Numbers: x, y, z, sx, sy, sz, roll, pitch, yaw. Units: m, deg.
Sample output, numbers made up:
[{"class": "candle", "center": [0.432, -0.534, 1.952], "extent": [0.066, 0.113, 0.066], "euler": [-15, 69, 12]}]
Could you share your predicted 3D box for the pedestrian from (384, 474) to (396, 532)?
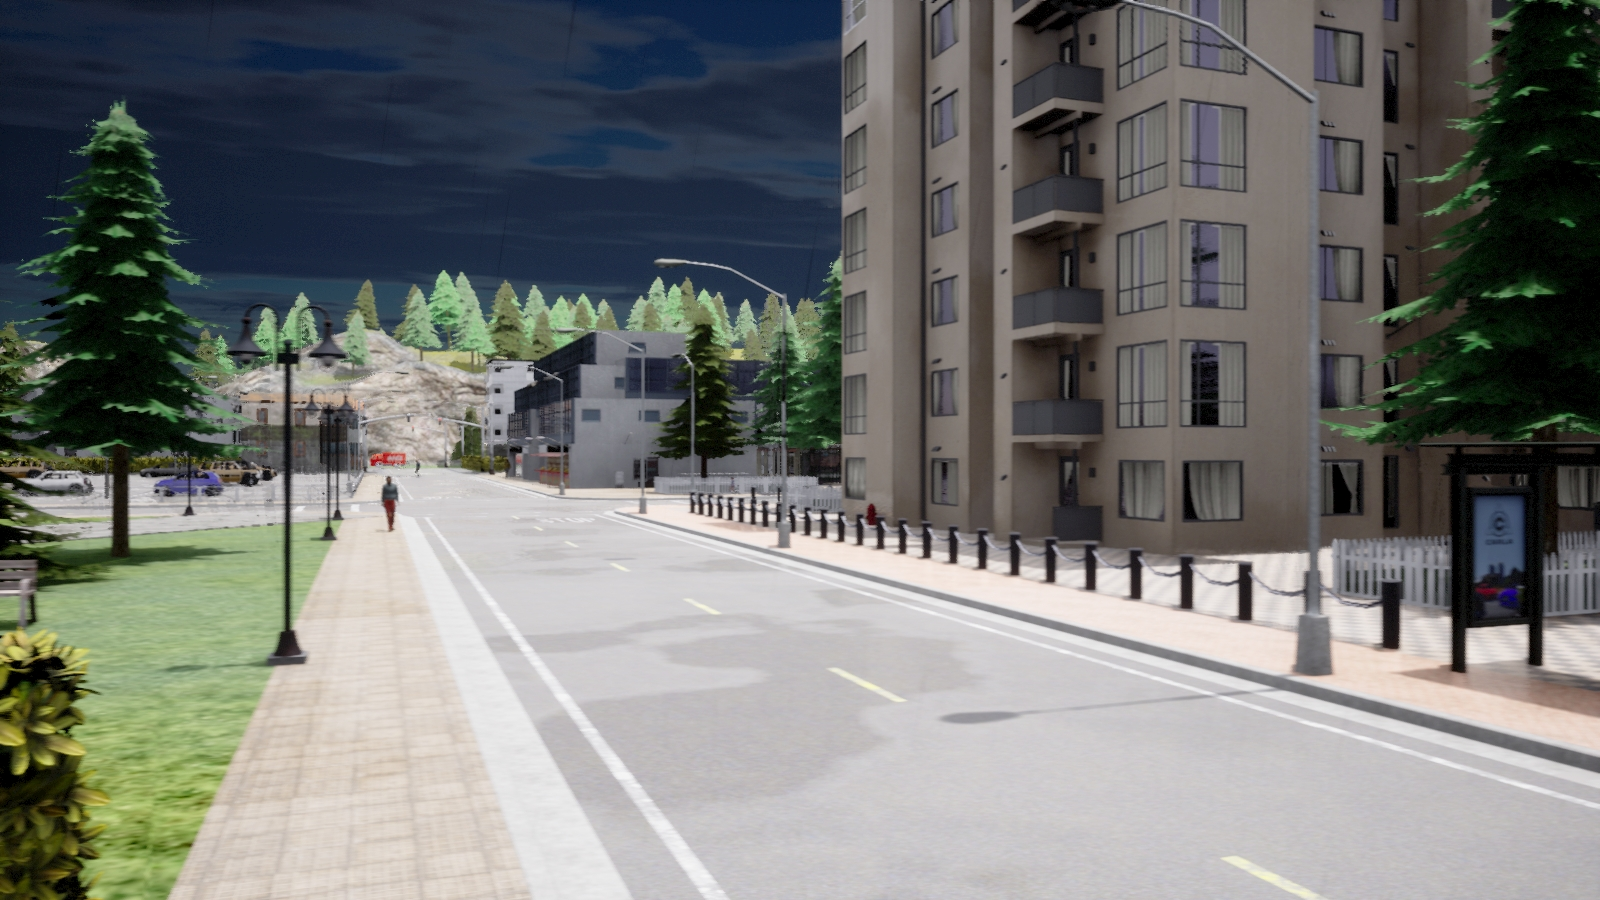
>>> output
[{"class": "pedestrian", "center": [-13.263, 1.704, 36.959], "extent": [0.375, 1.860, 0.375], "euler": [0, 0, -19]}]

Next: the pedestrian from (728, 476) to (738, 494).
[{"class": "pedestrian", "center": [-4.132, 2.132, 70.401], "extent": [0.500, 1.100, 0.500], "euler": [0, 0, -17]}]
